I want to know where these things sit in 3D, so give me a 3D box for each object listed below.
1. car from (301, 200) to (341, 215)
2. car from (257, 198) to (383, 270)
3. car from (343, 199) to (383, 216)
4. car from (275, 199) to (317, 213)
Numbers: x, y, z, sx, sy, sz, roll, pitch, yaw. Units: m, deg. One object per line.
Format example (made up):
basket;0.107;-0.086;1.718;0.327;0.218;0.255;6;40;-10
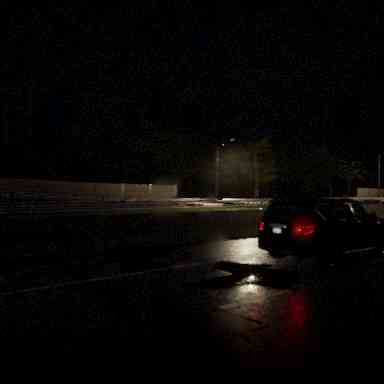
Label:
car;13.645;1.625;35.213;4.181;1.385;1.994;0;0;-35
car;4.697;1.234;11.397;5.566;2.045;2.150;0;0;-36
car;17.788;1.561;33.860;4.902;1.511;2.128;0;0;-35
car;12.046;1.555;38.368;4.902;1.511;2.128;0;0;-35
